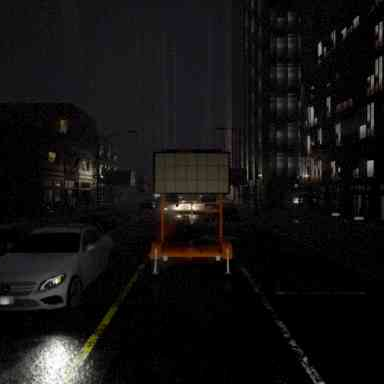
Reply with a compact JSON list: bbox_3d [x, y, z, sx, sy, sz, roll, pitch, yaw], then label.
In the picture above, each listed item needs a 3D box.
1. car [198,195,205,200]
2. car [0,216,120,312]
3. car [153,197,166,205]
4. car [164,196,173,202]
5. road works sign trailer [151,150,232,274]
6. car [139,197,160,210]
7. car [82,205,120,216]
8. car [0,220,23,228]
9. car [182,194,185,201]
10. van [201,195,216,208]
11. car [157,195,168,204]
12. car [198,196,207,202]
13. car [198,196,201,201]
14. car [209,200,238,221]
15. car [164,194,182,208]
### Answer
[{"bbox_3d":[2.622,1.582,92.988,1.752,1.417,4.829,0,0,0],"label":"car"},{"bbox_3d":[-3.091,1.526,7.812,1.812,1.442,4.674,0,0,0],"label":"car"},{"bbox_3d":[-5.734,1.591,59.664,1.947,1.339,4.313,0,0,0],"label":"car"},{"bbox_3d":[-5.750,1.627,81.761,1.802,1.307,4.206,0,0,0],"label":"car"},{"bbox_3d":[-0.007,0.465,10.545,2.380,3.560,2.880,0,0,0],"label":"road works sign trailer"},{"bbox_3d":[-5.723,1.562,43.092,2.008,1.369,4.403,0,0,0],"label":"car"},{"bbox_3d":[-5.707,1.553,20.996,2.008,1.369,4.403,0,0,0],"label":"car"},{"bbox_3d":[-5.699,1.526,9.776,1.752,1.417,4.829,0,0,0],"label":"car"},{"bbox_3d":[-3.061,1.276,89.167,2.150,2.045,5.566,0,0,0],"label":"car"},{"bbox_3d":[2.652,1.357,48.625,1.690,1.788,3.998,0,0,0],"label":"van"},{"bbox_3d":[-5.739,1.470,65.188,1.967,1.590,4.097,0,0,0],"label":"car"},{"bbox_3d":[2.630,1.596,81.771,2.008,1.369,4.403,0,0,0],"label":"car"},{"bbox_3d":[2.642,1.555,65.367,1.752,1.417,4.829,0,0,0],"label":"car"},{"bbox_3d":[2.669,1.555,26.528,2.008,1.369,4.403,0,0,0],"label":"car"},{"bbox_3d":[-3.132,1.240,49.954,2.150,2.045,5.566,0,0,0],"label":"car"}]
